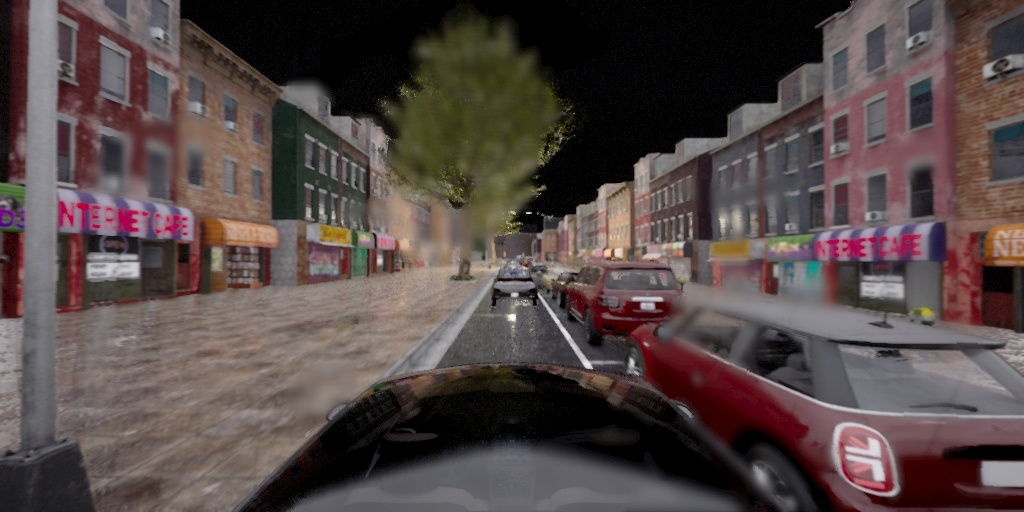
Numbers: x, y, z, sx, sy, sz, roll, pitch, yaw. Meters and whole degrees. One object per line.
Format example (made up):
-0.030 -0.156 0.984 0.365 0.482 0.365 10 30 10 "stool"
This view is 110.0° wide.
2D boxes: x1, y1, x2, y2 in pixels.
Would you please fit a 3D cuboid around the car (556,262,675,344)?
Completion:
2.640 1.058 9.399 2.192 1.841 5.009 0 0 0 "car"

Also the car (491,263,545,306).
0.102 1.227 15.723 2.128 1.511 4.902 0 0 0 "car"

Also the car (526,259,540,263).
2.645 1.244 37.108 2.007 1.370 4.403 0 0 0 "car"

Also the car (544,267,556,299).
2.641 1.302 14.941 1.948 1.339 4.313 0 0 0 "car"

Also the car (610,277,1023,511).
2.639 1.188 3.858 1.967 1.591 4.097 0 0 0 "car"

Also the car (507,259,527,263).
0.106 1.246 35.027 2.033 1.411 5.357 0 0 0 "car"

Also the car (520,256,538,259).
2.647 0.977 48.190 2.192 1.841 5.009 0 0 0 "car"

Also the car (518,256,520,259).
2.650 0.927 64.813 2.192 1.841 5.009 0 0 0 "car"

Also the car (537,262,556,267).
2.642 1.254 20.653 1.751 1.417 4.829 0 0 0 "car"
